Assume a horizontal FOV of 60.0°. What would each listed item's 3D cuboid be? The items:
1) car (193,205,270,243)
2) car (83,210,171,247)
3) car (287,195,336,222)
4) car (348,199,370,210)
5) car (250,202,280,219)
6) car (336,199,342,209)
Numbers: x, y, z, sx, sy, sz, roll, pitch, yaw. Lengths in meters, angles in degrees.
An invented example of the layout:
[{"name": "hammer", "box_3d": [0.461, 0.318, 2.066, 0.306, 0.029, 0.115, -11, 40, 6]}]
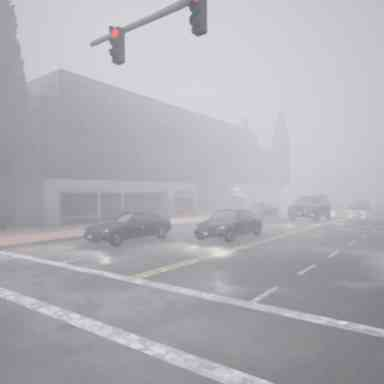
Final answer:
[{"name": "car", "box_3d": [1.976, 1.585, 16.822, 1.812, 1.442, 4.674, -1, 0, 37]}, {"name": "car", "box_3d": [-2.937, 1.630, 16.046, 1.812, 1.442, 4.674, -1, 0, 38]}, {"name": "car", "box_3d": [9.643, 1.250, 27.068, 2.150, 2.045, 5.566, -1, 0, 37]}, {"name": "car", "box_3d": [21.470, 1.594, 42.697, 1.895, 1.301, 4.718, -1, 0, 37]}, {"name": "car", "box_3d": [5.691, 1.564, 27.626, 2.128, 1.511, 4.902, -1, 0, 37]}, {"name": "car", "box_3d": [18.639, 1.626, 44.757, 1.895, 1.301, 4.718, -1, 0, 37]}]
